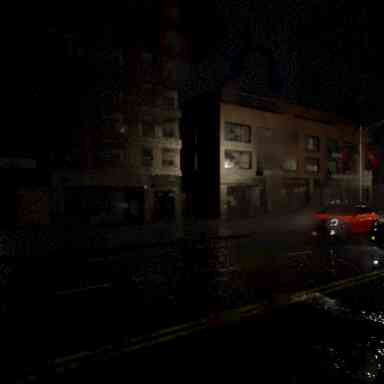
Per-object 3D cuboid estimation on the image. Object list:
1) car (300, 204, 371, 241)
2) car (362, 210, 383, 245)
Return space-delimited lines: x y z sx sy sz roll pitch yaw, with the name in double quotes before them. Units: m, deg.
"car" 7.646 1.411 17.116 4.553 1.767 2.097 0 0 -35
"car" 9.640 1.623 14.545 4.181 1.385 1.994 0 0 -35
